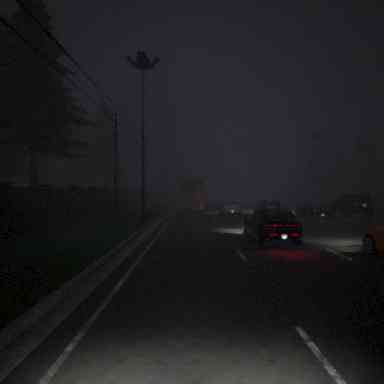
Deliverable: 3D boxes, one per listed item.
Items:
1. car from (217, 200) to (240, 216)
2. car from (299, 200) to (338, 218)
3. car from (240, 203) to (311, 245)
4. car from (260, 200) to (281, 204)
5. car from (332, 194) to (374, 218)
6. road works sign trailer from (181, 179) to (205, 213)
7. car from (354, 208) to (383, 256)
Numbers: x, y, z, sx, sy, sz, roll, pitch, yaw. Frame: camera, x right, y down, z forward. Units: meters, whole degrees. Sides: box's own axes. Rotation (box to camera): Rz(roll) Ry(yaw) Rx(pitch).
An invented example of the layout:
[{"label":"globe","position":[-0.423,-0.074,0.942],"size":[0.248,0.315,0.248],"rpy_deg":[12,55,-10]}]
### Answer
[{"label":"car","position":[3.591,1.476,31.769],"size":[1.812,1.442,4.674],"rpy_deg":[0,0,0]},{"label":"car","position":[10.603,1.555,29.166],"size":[1.895,1.301,4.718],"rpy_deg":[0,0,0]},{"label":"car","position":[3.601,1.481,15.362],"size":[1.837,1.490,4.892],"rpy_deg":[0,0,0]},{"label":"car","position":[7.104,1.444,30.750],"size":[2.128,1.511,4.902],"rpy_deg":[0,0,0]},{"label":"car","position":[14.104,1.175,29.870],"size":[2.150,2.045,5.566],"rpy_deg":[0,0,0]},{"label":"road works sign trailer","position":[0.005,0.408,36.380],"size":[2.380,3.560,2.880],"rpy_deg":[0,0,0]},{"label":"car","position":[7.097,1.462,9.974],"size":[1.882,1.535,5.008],"rpy_deg":[0,0,0]}]
